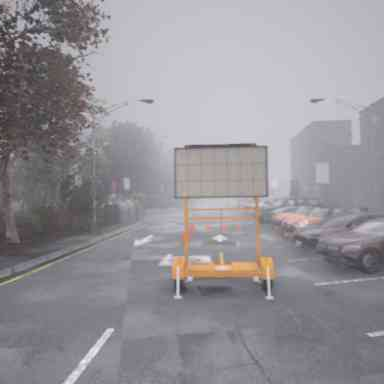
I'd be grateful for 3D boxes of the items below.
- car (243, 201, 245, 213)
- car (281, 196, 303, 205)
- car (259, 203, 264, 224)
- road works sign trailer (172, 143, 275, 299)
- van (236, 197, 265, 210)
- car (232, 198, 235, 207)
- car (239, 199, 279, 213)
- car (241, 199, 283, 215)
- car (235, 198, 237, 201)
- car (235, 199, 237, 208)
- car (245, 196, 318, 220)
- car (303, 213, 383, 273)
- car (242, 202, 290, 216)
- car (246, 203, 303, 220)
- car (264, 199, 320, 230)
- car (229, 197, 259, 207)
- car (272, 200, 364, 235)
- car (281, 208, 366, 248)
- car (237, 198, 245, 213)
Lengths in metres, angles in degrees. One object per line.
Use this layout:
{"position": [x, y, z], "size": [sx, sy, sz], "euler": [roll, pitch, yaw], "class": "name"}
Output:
{"position": [7.426, 1.733, 28.457], "size": [5.366, 1.575, 1.946], "euler": [0, -1, -16], "class": "car"}
{"position": [24.693, 2.077, 82.447], "size": [2.435, 2.045, 5.566], "euler": [-1, 0, -17], "class": "car"}
{"position": [7.140, 1.701, 22.526], "size": [4.674, 1.452, 2.002], "euler": [0, -1, -16], "class": "car"}
{"position": [0.760, 0.559, 8.690], "size": [2.380, 3.560, 2.880], "euler": [-1, -1, 4], "class": "road works sign trailer"}
{"position": [9.783, 1.890, 55.497], "size": [4.442, 1.987, 1.878], "euler": [0, -1, -16], "class": "van"}
{"position": [9.440, 2.071, 52.465], "size": [5.008, 1.535, 2.097], "euler": [0, -1, -16], "class": "car"}
{"position": [8.729, 1.814, 43.476], "size": [4.553, 1.767, 2.185], "euler": [0, -1, -16], "class": "car"}
{"position": [8.498, 1.772, 40.484], "size": [4.553, 1.767, 2.185], "euler": [0, -1, -16], "class": "car"}
{"position": [9.253, 1.901, 49.470], "size": [4.553, 1.767, 2.185], "euler": [0, -1, -16], "class": "car"}
{"position": [8.993, 2.023, 46.471], "size": [4.674, 1.452, 2.002], "euler": [0, -1, -16], "class": "car"}
{"position": [7.358, 1.447, 25.499], "size": [5.566, 2.045, 2.435], "euler": [0, 0, -16], "class": "car"}
{"position": [6.232, 1.560, 10.552], "size": [4.674, 1.452, 2.002], "euler": [0, 0, -16], "class": "car"}
{"position": [8.274, 1.885, 37.476], "size": [4.792, 1.488, 2.163], "euler": [0, -1, -16], "class": "car"}
{"position": [7.808, 1.805, 31.494], "size": [4.792, 1.488, 2.163], "euler": [0, 0, -16], "class": "car"}
{"position": [6.943, 1.499, 19.538], "size": [4.553, 1.767, 2.185], "euler": [0, 0, -16], "class": "car"}
{"position": [10.575, 2.041, 67.462], "size": [5.566, 2.045, 2.435], "euler": [0, -1, -16], "class": "car"}
{"position": [6.714, 1.463, 16.546], "size": [4.553, 1.767, 2.185], "euler": [0, 0, -16], "class": "car"}
{"position": [6.427, 1.583, 13.537], "size": [4.792, 1.488, 2.163], "euler": [0, 0, -16], "class": "car"}
{"position": [8.041, 1.563, 34.489], "size": [5.566, 2.045, 2.435], "euler": [0, -1, -16], "class": "car"}
